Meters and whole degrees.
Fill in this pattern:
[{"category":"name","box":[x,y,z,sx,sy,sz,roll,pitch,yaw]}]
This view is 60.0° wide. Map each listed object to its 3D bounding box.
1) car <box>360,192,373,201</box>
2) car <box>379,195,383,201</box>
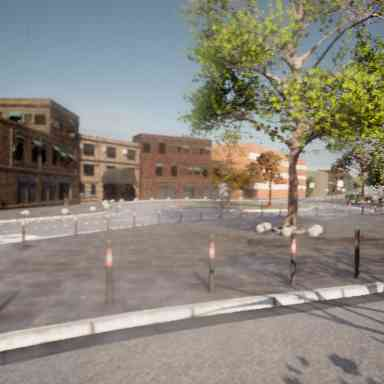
[{"category":"car","box":[41.552,1.303,78.708,1.882,1.535,5.008,1,0,30]},{"category":"car","box":[44.838,1.489,77.869,1.895,1.301,4.718,1,0,31]}]
